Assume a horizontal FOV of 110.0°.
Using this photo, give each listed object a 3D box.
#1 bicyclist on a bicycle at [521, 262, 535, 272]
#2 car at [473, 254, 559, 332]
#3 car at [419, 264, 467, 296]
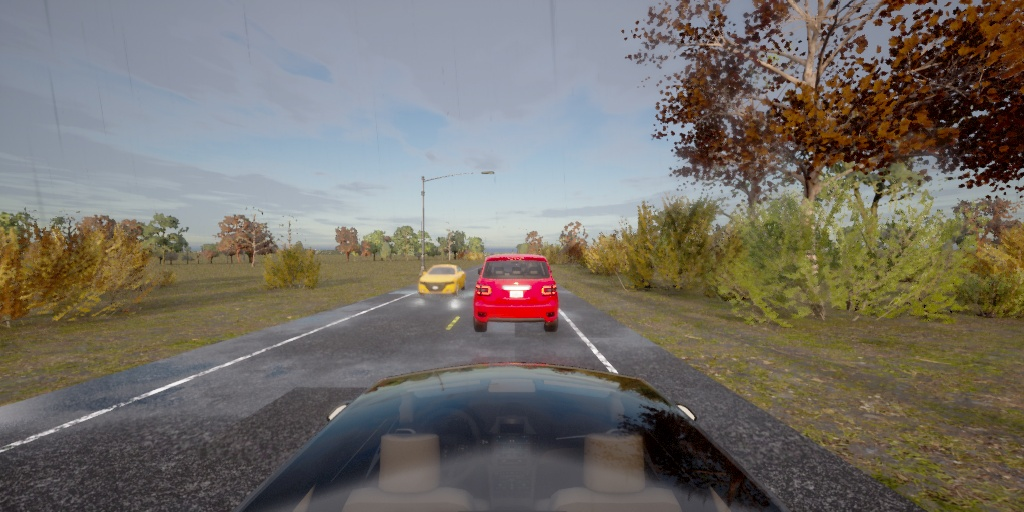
[{"bbox_3d":[0.945,1.114,18.658,0.659,1.776,1.843,0,0,0],"label":"bicyclist on a bicycle"},{"bbox_3d":[0.093,0.968,10.952,2.150,2.045,5.566,0,0,0],"label":"car"},{"bbox_3d":[-3.625,1.221,19.402,1.882,1.535,5.008,0,0,0],"label":"car"}]
